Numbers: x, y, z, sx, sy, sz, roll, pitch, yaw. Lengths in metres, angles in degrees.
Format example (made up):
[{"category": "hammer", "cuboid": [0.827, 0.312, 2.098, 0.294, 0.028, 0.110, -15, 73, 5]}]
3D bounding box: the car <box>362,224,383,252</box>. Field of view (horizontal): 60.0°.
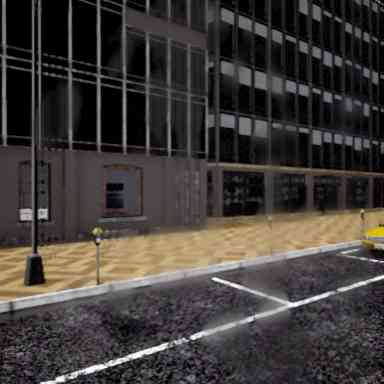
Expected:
[{"category": "car", "cuboid": [8.140, 1.456, 12.359, 4.829, 1.417, 1.752, 0, 0, -35]}]
